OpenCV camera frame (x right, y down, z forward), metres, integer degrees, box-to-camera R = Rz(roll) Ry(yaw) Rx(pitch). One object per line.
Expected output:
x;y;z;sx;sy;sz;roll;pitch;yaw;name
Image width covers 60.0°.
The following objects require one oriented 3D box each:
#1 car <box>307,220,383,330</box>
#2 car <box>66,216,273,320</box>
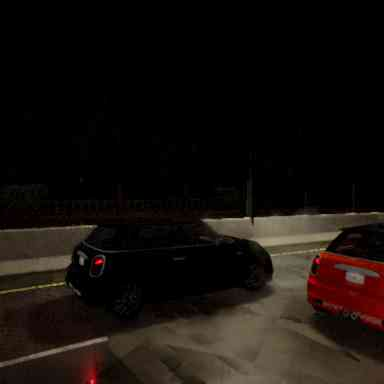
4.349;1.354;6.252;4.553;1.767;2.097;0;0;-31;car
-0.318;1.336;7.483;4.553;1.767;2.097;0;0;-33;car
